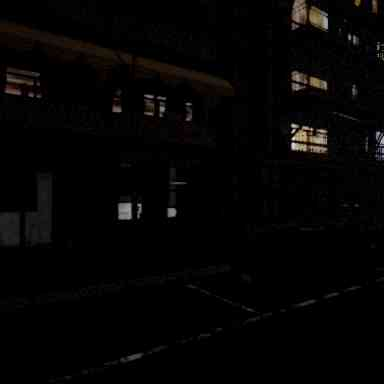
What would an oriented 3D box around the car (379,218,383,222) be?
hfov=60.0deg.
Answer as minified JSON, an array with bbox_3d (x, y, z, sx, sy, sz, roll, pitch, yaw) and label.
[{"bbox_3d":[7.514,1.575,11.923,4.403,1.369,2.008,0,0,-36],"label":"car"}]

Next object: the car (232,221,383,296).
[{"bbox_3d":[3.007,1.579,8.706,4.313,1.339,1.947,0,0,-36],"label":"car"}]
